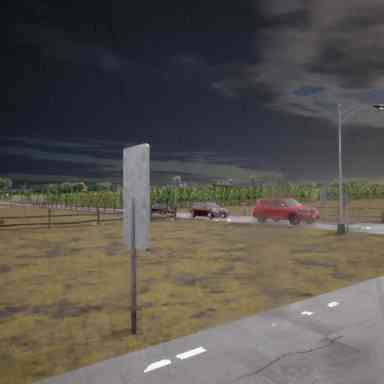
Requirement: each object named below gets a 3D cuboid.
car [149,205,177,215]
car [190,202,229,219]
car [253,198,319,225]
[{"bbox_3d":[-3.818,2.268,42.617,1.895,1.301,4.718,0,-1,-36],"label":"car"},{"bbox_3d":[1.773,1.833,34.862,2.097,1.767,4.553,0,-1,-36],"label":"car"},{"bbox_3d":[7.446,1.516,26.990,2.150,2.045,5.566,0,-1,-36],"label":"car"}]
